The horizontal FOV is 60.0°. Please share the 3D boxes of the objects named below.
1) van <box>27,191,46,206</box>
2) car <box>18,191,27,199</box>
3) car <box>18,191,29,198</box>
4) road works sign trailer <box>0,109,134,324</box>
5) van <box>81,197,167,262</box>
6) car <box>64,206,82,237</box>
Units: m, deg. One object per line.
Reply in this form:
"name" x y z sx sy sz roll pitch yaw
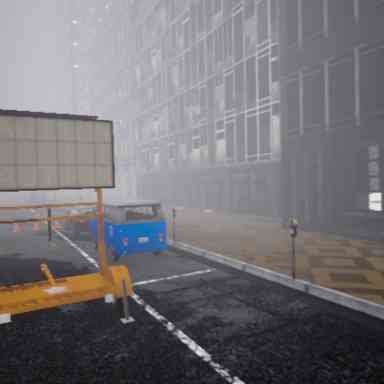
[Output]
"van" -18.940 0.792 40.903 1.690 1.788 3.998 -3 2 -29
"car" -32.812 0.722 65.782 2.008 1.369 4.403 -3 2 -29
"car" -38.364 0.606 75.732 2.008 1.369 4.403 -3 2 -29
"road works sign trailer" -2.649 0.365 6.132 2.380 3.560 2.880 -2 2 -29
"van" -2.286 1.106 11.054 1.690 1.788 3.998 -3 2 -29
"car" -5.054 1.296 16.035 1.802 1.307 4.206 -3 2 -29
